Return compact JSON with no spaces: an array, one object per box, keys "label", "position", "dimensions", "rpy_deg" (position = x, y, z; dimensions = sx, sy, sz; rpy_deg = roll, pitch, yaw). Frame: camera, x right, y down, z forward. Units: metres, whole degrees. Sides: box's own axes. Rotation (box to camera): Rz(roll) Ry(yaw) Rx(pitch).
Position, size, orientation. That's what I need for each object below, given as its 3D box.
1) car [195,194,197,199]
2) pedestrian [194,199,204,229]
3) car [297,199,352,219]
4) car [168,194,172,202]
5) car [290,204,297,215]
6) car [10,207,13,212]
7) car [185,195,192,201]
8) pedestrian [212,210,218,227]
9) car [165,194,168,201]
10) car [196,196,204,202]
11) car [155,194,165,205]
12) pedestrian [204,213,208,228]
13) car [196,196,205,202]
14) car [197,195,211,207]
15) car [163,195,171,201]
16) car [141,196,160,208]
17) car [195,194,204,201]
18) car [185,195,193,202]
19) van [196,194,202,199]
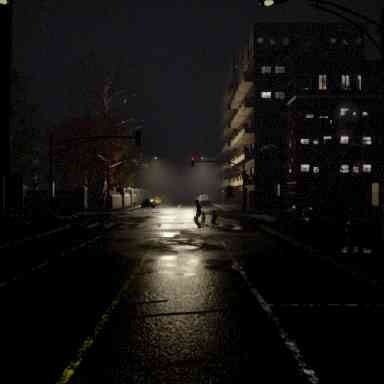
[{"label":"car","position":[2.000,1.513,70.121],"dimensions":[1.967,1.590,4.097],"rpy_deg":[0,0,-1]},{"label":"pedestrian","position":[0.358,1.301,20.053],"dimensions":[0.375,1.860,0.375],"rpy_deg":[0,0,-1]},{"label":"car","position":[13.185,1.645,32.753],"dimensions":[4.553,1.767,2.097],"rpy_deg":[1,0,-2]},{"label":"car","position":[-6.492,1.537,81.299],"dimensions":[1.967,1.590,4.097],"rpy_deg":[0,0,-1]},{"label":"car","position":[13.118,1.619,35.386],"dimensions":[5.009,1.841,2.192],"rpy_deg":[1,-1,-1]},{"label":"car","position":[-18.607,1.254,28.960],"dimensions":[5.357,1.411,2.033],"rpy_deg":[1,0,-1]},{"label":"car","position":[-0.856,1.486,86.708],"dimensions":[1.837,1.490,4.892],"rpy_deg":[0,0,-1]},{"label":"pedestrian","position":[1.463,1.683,21.262],"dimensions":[0.500,1.100,0.500],"rpy_deg":[0,0,-1]},{"label":"car","position":[-6.324,1.377,64.409],"dimensions":[2.192,1.841,5.009],"rpy_deg":[0,0,-1]},{"label":"car","position":[1.888,1.642,81.381],"dimensions":[1.887,1.381,4.507],"rpy_deg":[0,0,-1]},{"label":"car","position":[-6.266,1.577,58.609],"dimensions":[1.752,1.417,4.829],"rpy_deg":[0,0,-1]},{"label":"pedestrian","position":[0.708,1.683,20.655],"dimensions":[0.500,1.100,0.500],"rpy_deg":[0,0,-1]},{"label":"car","position":[1.943,1.635,75.751],"dimensions":[2.008,1.369,4.403],"rpy_deg":[0,0,-1]},{"label":"car","position":[2.167,1.588,53.231],"dimensions":[1.887,1.381,4.507],"rpy_deg":[0,0,-1]},{"label":"car","position":[-6.547,1.550,86.928],"dimensions":[1.967,1.590,4.097],"rpy_deg":[0,0,-1]},{"label":"car","position":[-6.157,1.601,47.518],"dimensions":[1.947,1.339,4.313],"rpy_deg":[0,0,-1]},{"label":"car","position":[1.833,1.425,87.011],"dimensions":[2.192,1.841,5.009],"rpy_deg":[0,0,-1]},{"label":"car","position":[-0.754,1.624,76.289],"dimensions":[2.033,1.411,5.357],"rpy_deg":[0,0,-1]},{"label":"van","position":[2.112,1.393,58.862],"dimensions":[1.690,1.788,3.998],"rpy_deg":[0,0,-1]}]
